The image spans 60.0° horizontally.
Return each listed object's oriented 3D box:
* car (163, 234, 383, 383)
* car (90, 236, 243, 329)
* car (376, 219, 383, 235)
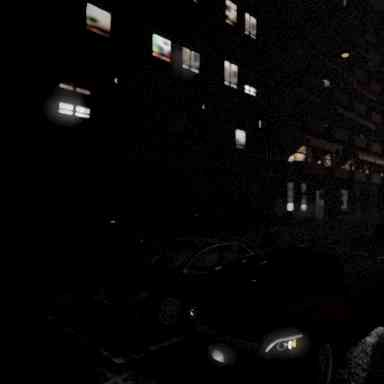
[{"bbox_3d":[1.931,1.631,5.473,1.812,1.442,4.674,-1,-2,44],"label":"car"},{"bbox_3d":[0.004,1.698,7.221,4.403,1.369,2.008,1,-1,-45],"label":"car"},{"bbox_3d":[8.546,1.736,12.035,4.892,1.490,1.837,1,-2,-45],"label":"car"}]
